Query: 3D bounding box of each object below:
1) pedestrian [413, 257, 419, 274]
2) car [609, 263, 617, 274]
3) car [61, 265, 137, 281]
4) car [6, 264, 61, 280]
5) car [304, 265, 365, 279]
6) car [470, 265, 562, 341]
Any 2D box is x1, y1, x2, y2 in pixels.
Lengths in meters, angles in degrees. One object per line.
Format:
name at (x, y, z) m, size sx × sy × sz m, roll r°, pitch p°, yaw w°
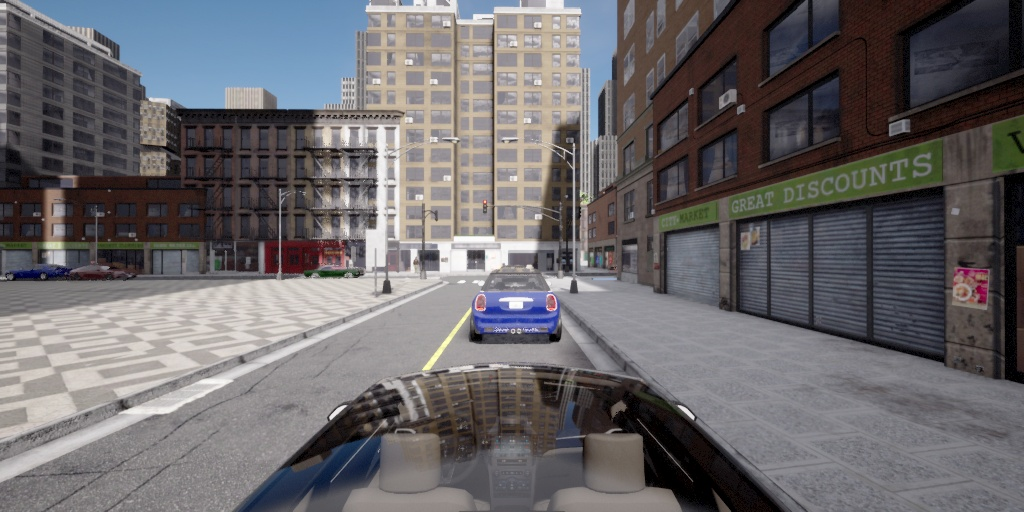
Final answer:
pedestrian at (-10.260, 0.968, 38.280) m, size 0.375 × 1.860 × 0.375 m, roll 0°, pitch 0°, yaw -1°
car at (12.038, 0.973, 35.588) m, size 4.553 × 1.767 × 2.097 m, roll 0°, pitch 0°, yaw -1°
car at (-36.133, 1.514, 31.662) m, size 4.674 × 1.442 × 1.812 m, roll 0°, pitch 0°, yaw -1°
car at (-45.544, 1.529, 34.654) m, size 5.008 × 1.535 × 1.882 m, roll 0°, pitch 0°, yaw -1°
car at (-15.715, 1.452, 31.958) m, size 4.718 × 1.301 × 1.895 m, roll 0°, pitch 0°, yaw -1°
car at (0.082, 1.100, 10.017) m, size 2.097 × 1.767 × 4.553 m, roll 0°, pitch 0°, yaw 0°
